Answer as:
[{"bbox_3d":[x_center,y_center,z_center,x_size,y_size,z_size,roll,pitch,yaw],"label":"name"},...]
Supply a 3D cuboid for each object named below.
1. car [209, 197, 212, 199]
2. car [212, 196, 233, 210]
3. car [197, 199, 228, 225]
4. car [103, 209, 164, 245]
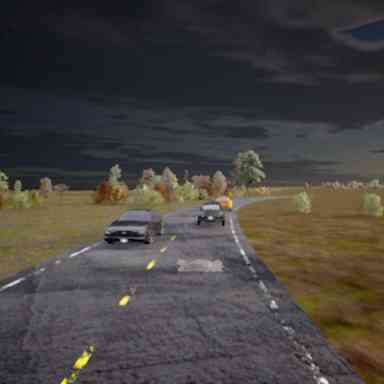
[{"bbox_3d":[3.789,1.414,55.801,1.994,1.385,4.181,0,0,14],"label":"car"},{"bbox_3d":[3.980,1.372,41.420,1.882,1.535,5.008,0,0,10],"label":"car"},{"bbox_3d":[1.422,1.470,23.475,1.812,1.442,4.674,0,0,6],"label":"car"},{"bbox_3d":[-2.485,1.508,15.634,2.033,1.411,5.357,0,0,4],"label":"car"}]
